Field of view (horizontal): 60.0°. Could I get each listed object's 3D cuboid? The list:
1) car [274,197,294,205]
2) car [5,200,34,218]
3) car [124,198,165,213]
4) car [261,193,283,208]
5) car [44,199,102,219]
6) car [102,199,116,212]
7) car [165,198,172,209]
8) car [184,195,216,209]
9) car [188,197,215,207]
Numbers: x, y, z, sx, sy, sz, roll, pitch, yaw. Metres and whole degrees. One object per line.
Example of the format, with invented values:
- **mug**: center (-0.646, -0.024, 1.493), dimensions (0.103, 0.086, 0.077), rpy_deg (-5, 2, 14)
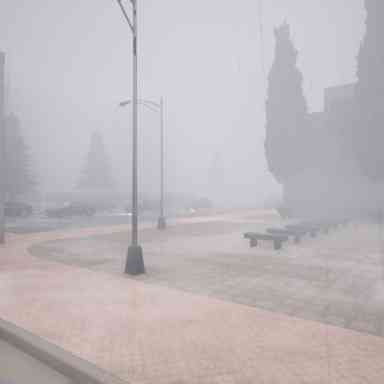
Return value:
- **car**: center (16.393, 1.567, 58.910), dimensions (1.994, 1.385, 4.181), rpy_deg (0, 0, 38)
- **car**: center (-16.209, 1.509, 28.459), dimensions (1.837, 1.490, 4.892), rpy_deg (0, 0, 39)
- **car**: center (-5.441, 1.567, 36.611), dimensions (1.994, 1.385, 4.181), rpy_deg (0, 0, 38)
- **car**: center (12.152, 1.354, 47.666), dimensions (2.097, 1.767, 4.553), rpy_deg (0, 0, 38)
- **car**: center (-10.744, 1.529, 29.706), dimensions (1.812, 1.442, 4.674), rpy_deg (0, 0, 37)
- **car**: center (-10.426, 1.495, 35.888), dimensions (2.128, 1.511, 4.902), rpy_deg (0, 0, 38)
- **car**: center (-4.662, 1.509, 43.361), dimensions (1.837, 1.490, 4.892), rpy_deg (0, 0, 38)
- **car**: center (0.899, 1.508, 44.833), dimensions (1.837, 1.490, 4.892), rpy_deg (0, 0, 38)
- **car**: center (1.489, 1.568, 51.302), dimensions (1.994, 1.385, 4.181), rpy_deg (0, 0, 38)
